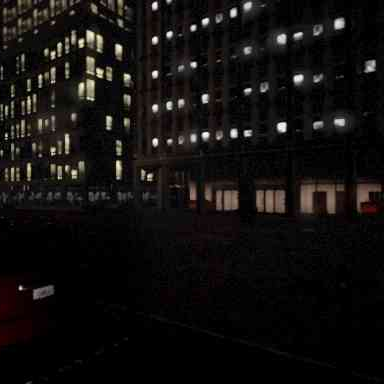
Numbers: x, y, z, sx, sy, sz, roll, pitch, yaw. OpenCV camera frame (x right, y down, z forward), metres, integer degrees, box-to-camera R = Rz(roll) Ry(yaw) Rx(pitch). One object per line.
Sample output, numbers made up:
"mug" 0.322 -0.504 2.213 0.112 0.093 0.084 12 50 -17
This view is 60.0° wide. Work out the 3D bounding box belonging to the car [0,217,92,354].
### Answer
"car" -3.811 1.363 5.585 5.009 1.841 2.192 -1 0 35
